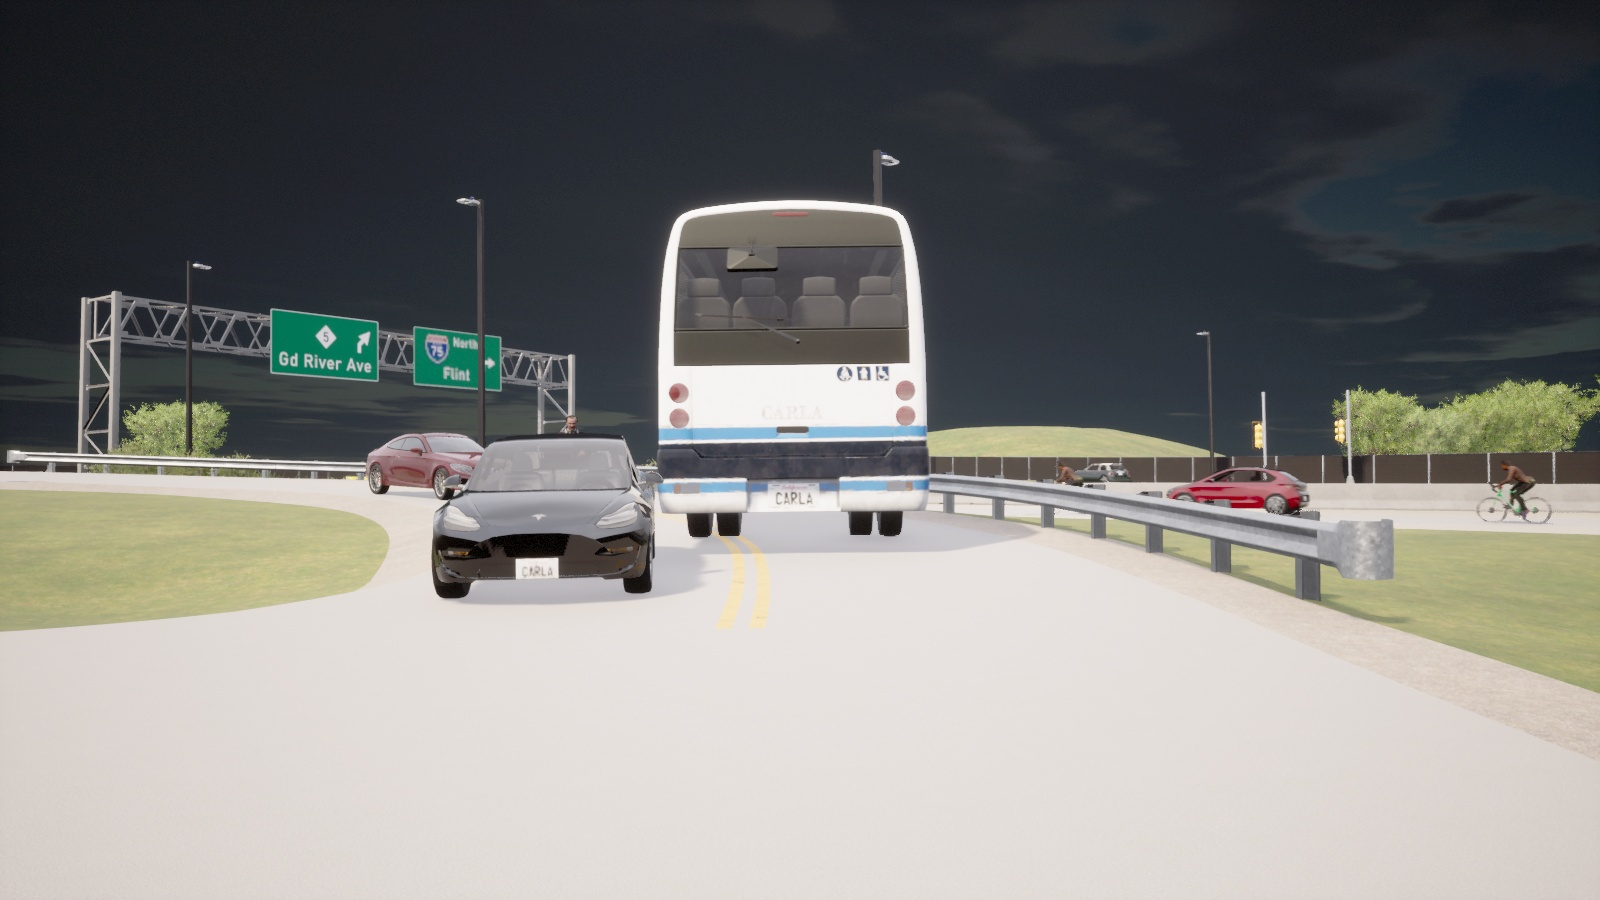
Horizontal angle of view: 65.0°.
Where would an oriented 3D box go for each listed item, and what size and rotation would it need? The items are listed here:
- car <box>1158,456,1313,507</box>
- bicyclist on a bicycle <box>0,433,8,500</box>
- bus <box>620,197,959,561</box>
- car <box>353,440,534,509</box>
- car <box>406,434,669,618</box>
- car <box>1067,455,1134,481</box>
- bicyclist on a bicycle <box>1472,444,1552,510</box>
[{"bbox_3d":[13.499,0.992,39.036,4.193,1.474,1.816,-2,-2,35],"label":"car"},{"bbox_3d":[-19.883,0.403,29.891,0.582,1.620,1.656,0,0,35],"label":"bicyclist on a bicycle"},{"bbox_3d":[-0.118,-0.935,20.269,3.944,4.253,10.273,-2,1,0],"label":"bus"},{"bbox_3d":[-8.145,0.505,28.431,4.674,1.442,1.812,0,1,44],"label":"car"},{"bbox_3d":[-2.492,0.617,13.154,2.163,1.488,4.792,-2,1,-6],"label":"car"},{"bbox_3d":[18.383,1.126,76.956,1.970,1.475,3.806,-1,-1,-28],"label":"car"},{"bbox_3d":[17.956,0.683,31.689,1.656,1.620,0.582,-2,-2,35],"label":"bicyclist on a bicycle"}]
